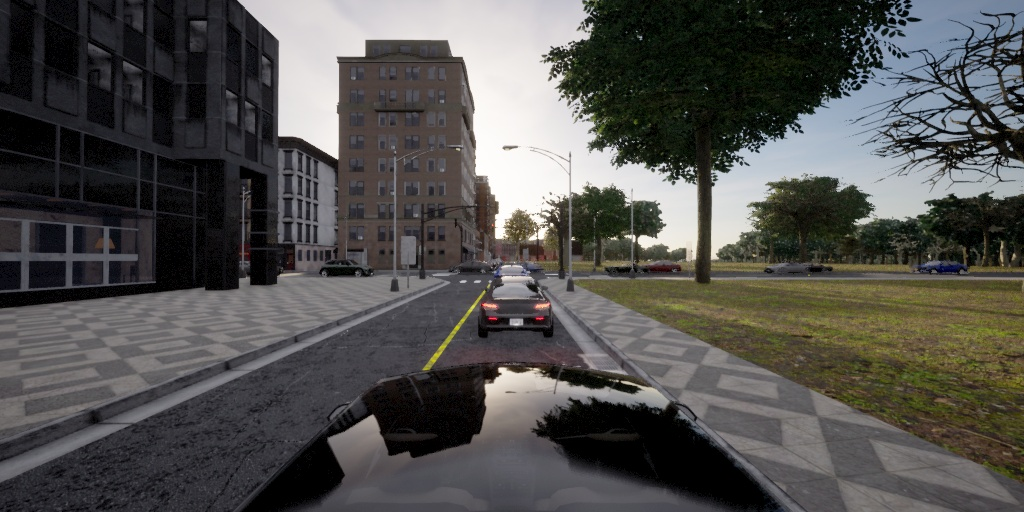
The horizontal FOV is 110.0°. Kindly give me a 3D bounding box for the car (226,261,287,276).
[{"bbox_3d":[-25.881,1.267,36.489,4.892,1.490,1.837,0,-1,0],"label":"car"}]

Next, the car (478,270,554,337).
[{"bbox_3d":[0.076,1.280,10.143,1.812,1.442,4.674,0,0,-1],"label":"car"}]

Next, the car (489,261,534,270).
[{"bbox_3d":[-0.014,1.241,19.532,1.882,1.535,5.008,0,0,0],"label":"car"}]

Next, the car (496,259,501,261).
[{"bbox_3d":[-3.082,1.429,56.216,1.895,1.301,4.718,0,0,1],"label":"car"}]

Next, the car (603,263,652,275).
[{"bbox_3d":[12.691,1.418,40.112,4.718,1.301,1.895,0,-1,-1],"label":"car"}]

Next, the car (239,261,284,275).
[{"bbox_3d":[-24.382,1.217,33.247,4.902,1.511,2.128,0,-1,0],"label":"car"}]

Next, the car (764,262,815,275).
[{"bbox_3d":[30.770,1.401,40.209,4.181,1.385,1.994,0,-1,0],"label":"car"}]

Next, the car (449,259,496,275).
[{"bbox_3d":[-4.570,1.294,40.032,4.892,1.490,1.837,0,0,0],"label":"car"}]

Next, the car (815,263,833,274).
[{"bbox_3d":[35.820,1.482,43.475,4.718,1.301,1.895,0,-1,0],"label":"car"}]

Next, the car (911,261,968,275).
[{"bbox_3d":[47.818,1.266,40.200,5.008,1.535,1.882,0,-1,0],"label":"car"}]

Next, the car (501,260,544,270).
[{"bbox_3d":[1.502,1.377,46.058,5.357,1.411,2.033,1,0,42],"label":"car"}]

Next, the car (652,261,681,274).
[{"bbox_3d":[17.787,1.335,43.404,5.008,1.535,1.882,0,-1,-1],"label":"car"}]

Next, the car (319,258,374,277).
[{"bbox_3d":[-15.245,1.074,33.293,4.553,1.767,2.097,0,-1,0],"label":"car"}]
